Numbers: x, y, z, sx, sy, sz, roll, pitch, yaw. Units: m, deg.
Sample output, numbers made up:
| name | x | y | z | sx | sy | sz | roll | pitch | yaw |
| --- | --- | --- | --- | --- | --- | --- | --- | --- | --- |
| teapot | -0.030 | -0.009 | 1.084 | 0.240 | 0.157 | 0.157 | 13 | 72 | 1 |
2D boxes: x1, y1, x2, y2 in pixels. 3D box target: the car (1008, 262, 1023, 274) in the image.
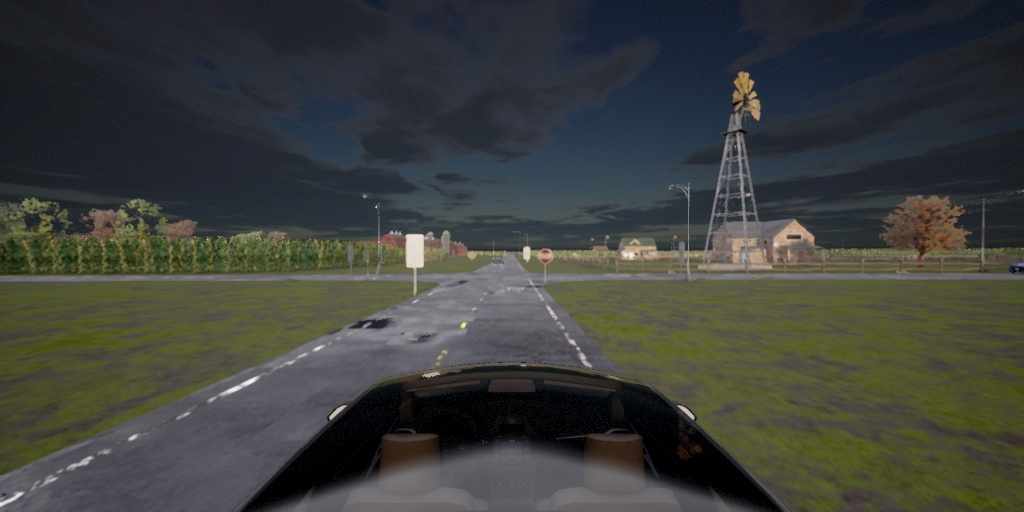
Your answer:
| name | x | y | z | sx | sy | sz | roll | pitch | yaw |
| --- | --- | --- | --- | --- | --- | --- | --- | --- | --- |
| car | 48.085 | 0.919 | 32.229 | 5.008 | 1.535 | 1.882 | 0 | 1 | 3 |
